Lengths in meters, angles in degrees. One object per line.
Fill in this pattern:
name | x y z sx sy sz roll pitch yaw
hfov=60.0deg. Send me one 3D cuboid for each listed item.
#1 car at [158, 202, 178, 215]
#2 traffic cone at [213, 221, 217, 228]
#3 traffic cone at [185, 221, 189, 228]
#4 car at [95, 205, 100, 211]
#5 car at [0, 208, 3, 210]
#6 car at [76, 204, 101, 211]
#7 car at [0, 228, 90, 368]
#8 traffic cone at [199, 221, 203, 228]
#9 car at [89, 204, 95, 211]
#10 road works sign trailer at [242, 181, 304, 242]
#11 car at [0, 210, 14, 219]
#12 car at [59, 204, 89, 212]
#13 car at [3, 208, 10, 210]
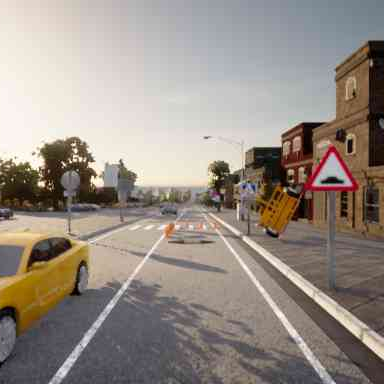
car | -3.233 2.448 48.123 2.097 1.767 4.553 0 -2 0
traffic cone | 1.644 2.302 23.803 0.340 0.580 0.340 0 -2 0
traffic cone | -0.354 2.302 23.806 0.340 0.580 0.340 0 -2 0
car | -21.778 3.123 66.974 5.008 1.535 2.097 0 -2 0
car | -21.881 2.110 32.934 4.674 1.452 2.002 0 -2 0
car | -21.756 3.261 70.120 4.674 1.452 2.002 0 -2 0
car | -3.346 1.500 5.919 1.882 1.535 5.008 0 0 0
traffic cone | 0.644 2.302 23.805 0.340 0.580 0.340 0 -2 0
car | -21.781 3.023 63.702 4.892 1.521 2.231 0 -2 0
road works sign trailer | 4.244 0.579 16.464 2.880 2.380 3.560 33 17 31
car | -9.365 1.557 11.553 5.366 1.575 1.946 0 -1 0
car | -21.799 2.960 60.426 4.674 1.452 2.002 0 -2 0
car | -21.940 2.041 36.108 4.553 1.767 2.185 0 -2 0
